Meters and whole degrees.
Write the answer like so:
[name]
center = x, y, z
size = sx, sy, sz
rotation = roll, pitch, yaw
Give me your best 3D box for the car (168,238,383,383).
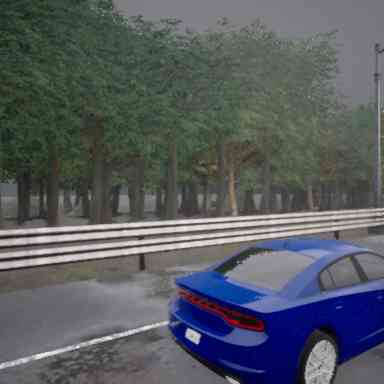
[car]
center = 2.022, 1.478, 5.192
size = 5.008, 1.535, 1.882
rotation = 0, 0, -35
